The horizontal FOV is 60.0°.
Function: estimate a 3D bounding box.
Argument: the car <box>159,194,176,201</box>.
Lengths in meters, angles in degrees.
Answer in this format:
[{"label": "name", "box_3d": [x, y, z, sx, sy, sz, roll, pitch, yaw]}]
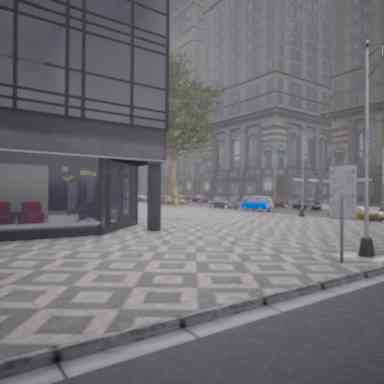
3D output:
[{"label": "car", "box_3d": [-5.165, 1.196, 69.593, 1.802, 1.307, 4.206, 2, 0, -35]}]

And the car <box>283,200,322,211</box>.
[{"label": "car", "box_3d": [14.243, 1.647, 42.037, 1.947, 1.339, 4.313, 1, 0, -35]}]

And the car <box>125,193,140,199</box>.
[{"label": "car", "box_3d": [-14.867, 0.923, 83.369, 1.887, 1.381, 4.507, 2, 0, -35]}]

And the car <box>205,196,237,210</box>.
[{"label": "car", "box_3d": [4.045, 1.484, 41.713, 2.008, 1.369, 4.403, 2, 0, -35]}]

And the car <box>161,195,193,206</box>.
[{"label": "car", "box_3d": [-2.328, 1.306, 50.763, 1.752, 1.417, 4.829, 2, 0, -35]}]

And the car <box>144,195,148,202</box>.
[{"label": "car", "box_3d": [-5.660, 1.247, 55.494, 2.008, 1.369, 4.403, 2, 0, -35]}]

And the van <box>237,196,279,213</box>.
[{"label": "van", "box_3d": [7.283, 1.344, 37.120, 1.690, 1.788, 3.998, 1, 0, -35]}]

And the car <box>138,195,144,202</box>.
[{"label": "car", "box_3d": [-8.895, 1.166, 60.087, 2.008, 1.369, 4.403, 2, 0, -35]}]

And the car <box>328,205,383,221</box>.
[{"label": "car", "box_3d": [13.849, 1.650, 27.791, 1.752, 1.417, 4.829, 1, 0, -35]}]

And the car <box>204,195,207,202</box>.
[{"label": "car", "box_3d": [4.539, 1.407, 55.817, 2.008, 1.369, 4.403, 2, 0, -35]}]

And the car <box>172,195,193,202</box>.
[{"label": "car", "box_3d": [-1.930, 1.244, 65.001, 2.008, 1.369, 4.403, 2, 0, -35]}]

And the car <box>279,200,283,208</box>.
[{"label": "car", "box_3d": [11.010, 1.556, 46.629, 1.887, 1.381, 4.507, 2, 0, -35]}]

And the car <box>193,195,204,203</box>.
[{"label": "car", "box_3d": [1.308, 1.215, 60.410, 1.967, 1.590, 4.097, 2, 0, -35]}]
